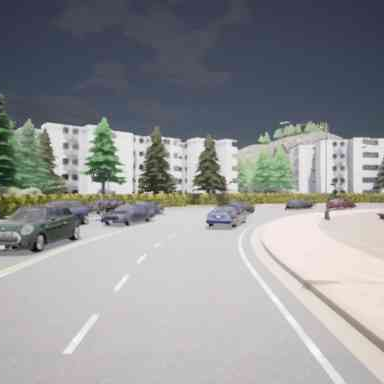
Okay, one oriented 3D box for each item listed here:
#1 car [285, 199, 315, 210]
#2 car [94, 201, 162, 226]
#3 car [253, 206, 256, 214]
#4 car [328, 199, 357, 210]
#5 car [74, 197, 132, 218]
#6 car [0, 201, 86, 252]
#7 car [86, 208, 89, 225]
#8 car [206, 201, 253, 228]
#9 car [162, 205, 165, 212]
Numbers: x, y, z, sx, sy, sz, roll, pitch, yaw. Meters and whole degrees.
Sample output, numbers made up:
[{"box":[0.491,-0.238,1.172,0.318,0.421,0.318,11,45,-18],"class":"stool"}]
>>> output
[{"box":[14.306,1.626,43.917,4.181,1.385,1.994,0,0,-35],"class":"car"},{"box":[-4.455,1.585,24.193,2.033,1.411,5.357,0,0,19],"class":"car"},{"box":[4.957,1.614,34.408,1.994,1.385,4.181,0,0,36],"class":"car"},{"box":[19.279,1.585,42.954,4.674,1.442,1.812,0,0,-32],"class":"car"},{"box":[-7.188,1.183,27.366,2.128,1.511,4.902,0,0,21],"class":"car"},{"box":[-6.546,1.375,13.989,2.097,1.767,4.553,0,0,6],"class":"car"},{"box":[-8.729,1.387,21.752,2.097,1.767,4.553,0,0,15],"class":"car"},{"box":[2.503,1.581,22.904,2.033,1.411,5.357,0,0,20],"class":"car"},{"box":[-4.707,1.597,32.520,2.033,1.411,5.357,0,0,28],"class":"car"}]
